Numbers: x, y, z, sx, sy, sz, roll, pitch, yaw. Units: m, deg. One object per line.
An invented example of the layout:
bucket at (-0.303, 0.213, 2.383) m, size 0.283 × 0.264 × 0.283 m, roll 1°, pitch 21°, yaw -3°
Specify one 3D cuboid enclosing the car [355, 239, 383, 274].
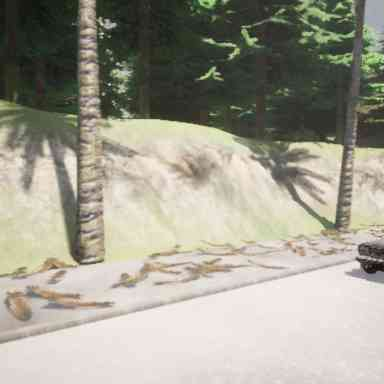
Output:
car at (6.610, 1.576, 9.309) m, size 4.718 × 1.301 × 1.895 m, roll 0°, pitch 0°, yaw -35°
